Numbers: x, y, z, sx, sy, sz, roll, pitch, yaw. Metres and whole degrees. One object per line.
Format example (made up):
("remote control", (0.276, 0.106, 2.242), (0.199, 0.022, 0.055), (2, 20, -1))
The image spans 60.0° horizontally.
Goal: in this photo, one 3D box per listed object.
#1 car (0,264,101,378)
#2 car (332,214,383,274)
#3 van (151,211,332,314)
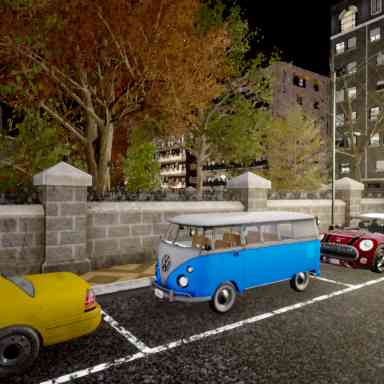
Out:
("car", (-3.608, 1.525, 3.976), (4.829, 1.417, 1.752), (0, 1, -35))
("car", (5.678, 1.442, 10.584), (4.097, 1.590, 1.967), (0, 1, -35))
("van", (1.106, 1.342, 7.328), (3.998, 1.788, 1.690), (0, 1, -35))
